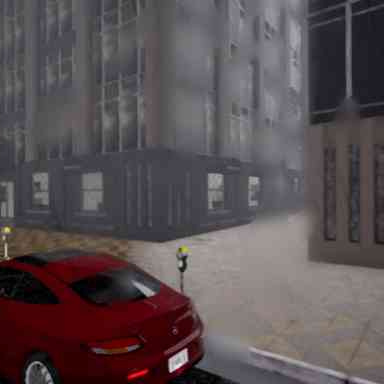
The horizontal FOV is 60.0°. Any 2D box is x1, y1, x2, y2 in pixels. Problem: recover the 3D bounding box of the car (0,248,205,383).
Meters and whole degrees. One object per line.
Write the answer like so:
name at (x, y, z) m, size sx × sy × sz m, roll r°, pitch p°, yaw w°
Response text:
car at (-2.009, 1.562, 4.731) m, size 4.674 × 1.442 × 1.812 m, roll -1°, pitch 0°, yaw 36°
